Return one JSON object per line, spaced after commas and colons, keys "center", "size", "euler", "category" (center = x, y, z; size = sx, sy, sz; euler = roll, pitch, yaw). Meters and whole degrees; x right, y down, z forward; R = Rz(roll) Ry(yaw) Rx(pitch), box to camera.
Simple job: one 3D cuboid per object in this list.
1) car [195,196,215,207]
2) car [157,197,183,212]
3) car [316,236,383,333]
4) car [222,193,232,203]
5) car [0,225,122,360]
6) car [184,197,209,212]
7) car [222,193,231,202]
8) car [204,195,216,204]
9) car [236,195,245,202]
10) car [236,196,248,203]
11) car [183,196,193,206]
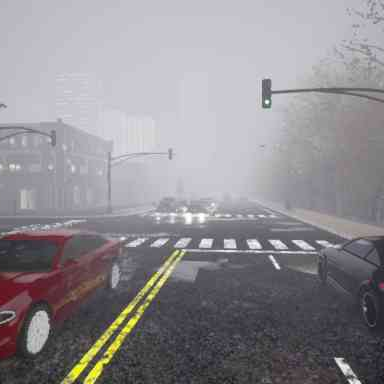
{"center": [1.993, 1.529, 51.606], "size": [2.033, 1.411, 5.357], "euler": [0, 0, 6], "category": "car"}
{"center": [-2.688, 1.341, 38.574], "size": [2.097, 1.767, 4.553], "euler": [0, 0, 7], "category": "car"}
{"center": [3.952, 1.562, 6.692], "size": [1.994, 1.385, 4.181], "euler": [0, 0, 6], "category": "car"}
{"center": [7.371, 1.477, 69.686], "size": [1.837, 1.490, 4.892], "euler": [0, 0, 6], "category": "car"}
{"center": [-2.836, 1.476, 6.232], "size": [1.882, 1.535, 5.008], "euler": [0, 0, 6], "category": "car"}
{"center": [0.569, 1.590, 38.269], "size": [1.895, 1.301, 4.718], "euler": [0, 0, 6], "category": "car"}
{"center": [8.345, 1.194, 79.706], "size": [2.150, 2.045, 5.566], "euler": [0, 0, 6], "category": "car"}
{"center": [3.674, 1.469, 66.698], "size": [2.128, 1.511, 4.902], "euler": [0, 0, 6], "category": "car"}
{"center": [11.527, 1.521, 78.909], "size": [1.994, 1.385, 4.181], "euler": [0, 0, 6], "category": "car"}
{"center": [10.562, 1.466, 68.865], "size": [2.128, 1.511, 4.902], "euler": [0, 0, 6], "category": "car"}
{"center": [-1.479, 1.548, 49.669], "size": [1.994, 1.385, 4.181], "euler": [0, 0, 6], "category": "car"}
